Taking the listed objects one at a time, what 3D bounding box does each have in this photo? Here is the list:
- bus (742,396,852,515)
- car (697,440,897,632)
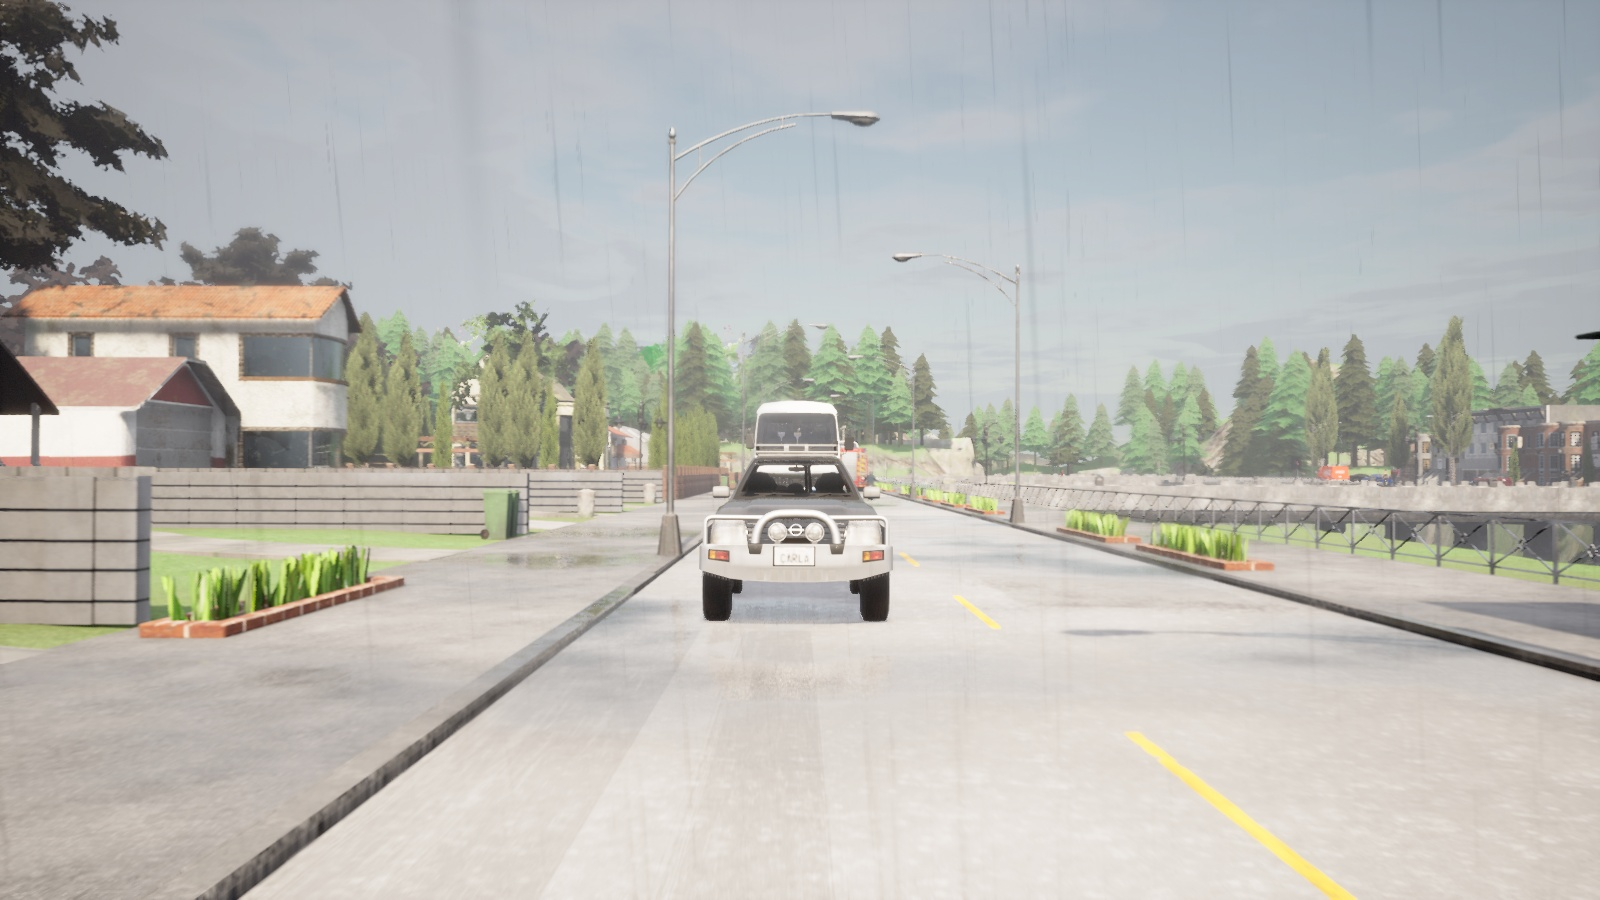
[{"bbox_3d":[-0.124,0.278,50.123,3.944,4.253,10.273,0,-1,0],"label":"bus"},{"bbox_3d":[-0.035,0.874,14.480,1.932,1.855,4.605,0,-1,0],"label":"car"}]
